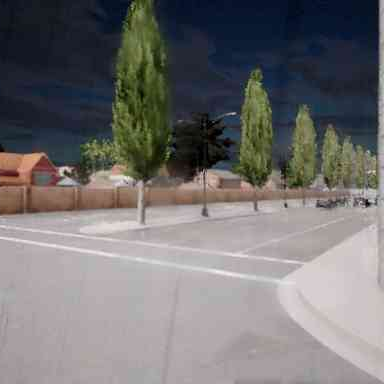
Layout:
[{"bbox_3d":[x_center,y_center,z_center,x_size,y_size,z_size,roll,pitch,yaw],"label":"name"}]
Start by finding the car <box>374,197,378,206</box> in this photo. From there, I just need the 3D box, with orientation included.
[{"bbox_3d":[29.433,1.512,54.609,2.033,1.411,5.357,0,0,35],"label":"car"}]

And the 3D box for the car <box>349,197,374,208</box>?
[{"bbox_3d":[23.865,1.470,46.642,1.837,1.490,4.892,0,0,35],"label":"car"}]

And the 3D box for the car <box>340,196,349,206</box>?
[{"bbox_3d":[23.468,1.453,52.356,1.837,1.490,4.892,0,0,35],"label":"car"}]

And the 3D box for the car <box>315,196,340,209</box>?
[{"bbox_3d":[17.890,1.513,44.283,1.994,1.385,4.181,0,0,36],"label":"car"}]
